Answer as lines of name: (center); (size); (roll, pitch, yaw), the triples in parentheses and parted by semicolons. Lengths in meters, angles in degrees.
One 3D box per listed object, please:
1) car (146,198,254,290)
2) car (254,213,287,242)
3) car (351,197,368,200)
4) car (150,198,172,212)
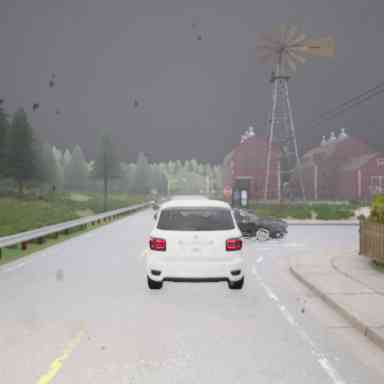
car: (0.084, 1.216, 9.237); (2.150, 2.045, 5.566); (0, 0, 0)
car: (2.094, 1.496, 16.166); (4.892, 1.490, 1.837); (0, 3, 23)
car: (27.354, 1.474, 54.483); (1.816, 1.474, 4.193); (0, 0, -1)
car: (-3.632, 1.469, 40.119); (2.128, 1.511, 4.902); (0, 0, 0)
